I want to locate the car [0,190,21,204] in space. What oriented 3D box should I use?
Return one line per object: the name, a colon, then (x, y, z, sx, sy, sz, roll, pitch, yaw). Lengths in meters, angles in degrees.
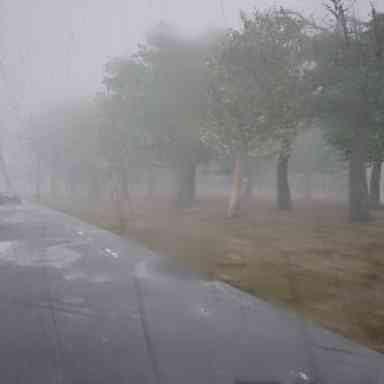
car: (-22.966, 0.586, 41.910, 2.097, 1.767, 4.553, 1, 0, -33)
